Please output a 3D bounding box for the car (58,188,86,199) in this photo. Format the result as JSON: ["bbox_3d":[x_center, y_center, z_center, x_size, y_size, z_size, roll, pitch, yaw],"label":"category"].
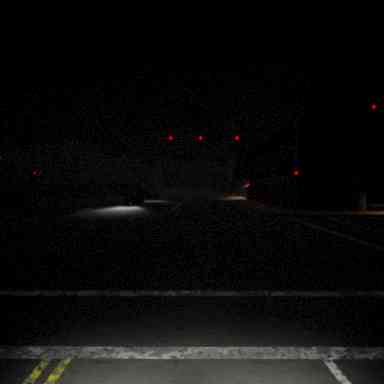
[{"bbox_3d":[-21.229,0.201,57.904,3.866,1.878,1.905,0,1,0],"label":"car"}]

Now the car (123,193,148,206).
[{"bbox_3d":[-6.919,0.939,39.769,1.895,1.301,4.718,0,1,1],"label":"car"}]

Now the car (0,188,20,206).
[{"bbox_3d":[-21.338,0.568,35.389,4.605,1.855,1.932,0,1,0],"label":"car"}]

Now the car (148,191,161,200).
[{"bbox_3d":[-6.510,0.547,56.408,1.882,1.535,5.008,0,1,2],"label":"car"}]

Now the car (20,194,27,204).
[{"bbox_3d":[-21.272,0.523,38.283,3.866,1.878,1.905,0,1,0],"label":"car"}]
